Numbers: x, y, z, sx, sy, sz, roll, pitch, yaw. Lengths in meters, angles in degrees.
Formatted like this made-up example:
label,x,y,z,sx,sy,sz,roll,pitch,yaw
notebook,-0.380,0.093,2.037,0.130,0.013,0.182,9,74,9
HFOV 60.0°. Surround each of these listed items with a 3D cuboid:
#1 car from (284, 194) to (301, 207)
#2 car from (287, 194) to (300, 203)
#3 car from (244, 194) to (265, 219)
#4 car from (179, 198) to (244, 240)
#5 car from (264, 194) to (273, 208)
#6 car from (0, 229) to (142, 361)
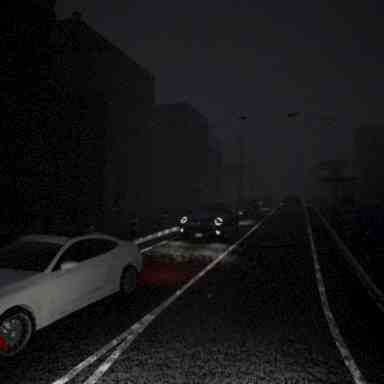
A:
label,x,y,z,sx,sy,sz,roll,pitch,yaw
car,12.150,0.940,40.254,1.882,1.535,5.008,0,0,18
car,16.070,0.978,52.585,1.895,1.301,4.718,0,0,18
car,4.215,1.199,26.205,2.128,1.511,4.902,0,1,18
car,0.977,1.229,16.329,2.097,1.767,4.553,0,1,18
car,8.206,0.958,38.405,2.128,1.511,4.902,0,1,18
car,-2.611,1.488,6.166,1.812,1.442,4.674,0,0,21
